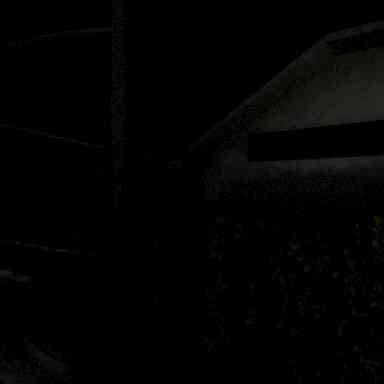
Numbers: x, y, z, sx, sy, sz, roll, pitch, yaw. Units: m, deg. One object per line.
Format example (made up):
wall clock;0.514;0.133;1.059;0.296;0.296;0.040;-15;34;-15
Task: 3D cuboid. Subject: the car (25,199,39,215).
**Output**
car;-17.248;1.480;32.997;4.611;1.667;2.242;0;0;35

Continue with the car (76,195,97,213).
car;-10.444;1.313;35.134;3.866;1.878;1.905;0;0;35

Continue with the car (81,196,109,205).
car;-16.940;1.491;57.805;4.902;1.511;2.128;0;0;36
